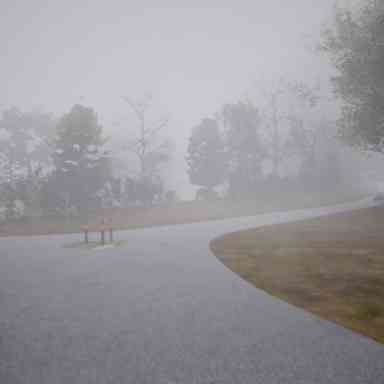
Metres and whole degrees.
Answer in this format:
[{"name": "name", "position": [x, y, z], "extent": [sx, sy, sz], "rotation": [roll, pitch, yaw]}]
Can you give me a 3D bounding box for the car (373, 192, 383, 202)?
[{"name": "car", "position": [29.819, 0.703, 52.091], "extent": [2.033, 1.411, 5.357], "rotation": [-3, 0, 40]}]
